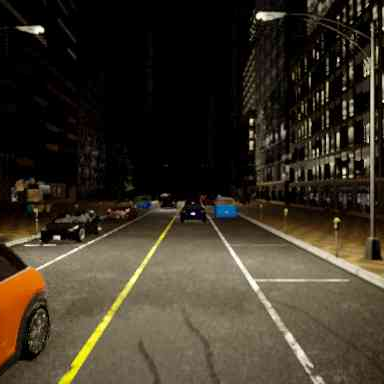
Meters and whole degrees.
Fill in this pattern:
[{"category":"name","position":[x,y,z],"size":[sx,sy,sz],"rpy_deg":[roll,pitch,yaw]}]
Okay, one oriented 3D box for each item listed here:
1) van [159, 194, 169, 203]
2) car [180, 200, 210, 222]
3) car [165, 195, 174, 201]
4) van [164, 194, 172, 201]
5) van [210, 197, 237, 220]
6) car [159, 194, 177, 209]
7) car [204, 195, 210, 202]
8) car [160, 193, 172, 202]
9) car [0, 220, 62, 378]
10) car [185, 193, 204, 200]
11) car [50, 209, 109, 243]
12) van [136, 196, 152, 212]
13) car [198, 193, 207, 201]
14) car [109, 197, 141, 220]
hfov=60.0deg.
[{"category":"van","position":[-5.704,1.292,67.159],"size":[1.690,1.788,3.998],"rpy_deg":[0,0,0]},{"category":"car","position":[0.094,1.551,26.226],"size":[1.994,1.385,4.181],"rpy_deg":[0,0,0]},{"category":"car","position":[-5.707,1.470,84.163],"size":[1.887,1.381,4.507],"rpy_deg":[0,0,0]},{"category":"van","position":[-5.707,1.276,78.495],"size":[1.690,1.788,3.998],"rpy_deg":[0,0,0]},{"category":"van","position":[2.683,1.327,27.482],"size":[1.690,1.788,3.998],"rpy_deg":[0,0,0]},{"category":"car","position":[-3.094,1.324,44.490],"size":[2.097,1.767,4.553],"rpy_deg":[0,0,0]},{"category":"car","position":[2.679,1.513,50.155],"size":[1.887,1.381,4.507],"rpy_deg":[0,0,0]},{"category":"car","position":[-5.705,1.258,72.827],"size":[2.192,1.841,5.009],"rpy_deg":[0,0,0]},{"category":"car","position":[-3.101,1.351,2.890],"size":[2.097,1.767,4.553],"rpy_deg":[0,0,0]},{"category":"car","position":[0.093,1.328,42.097],"size":[2.097,1.767,4.553],"rpy_deg":[0,0,0]},{"category":"car","position":[-5.695,1.559,16.144],"size":[1.947,1.339,4.313],"rpy_deg":[0,0,0]},{"category":"van","position":[-5.699,1.319,38.817],"size":[1.690,1.788,3.998],"rpy_deg":[0,0,0]},{"category":"car","position":[2.673,1.241,84.164],"size":[2.192,1.841,5.009],"rpy_deg":[0,0,0]},{"category":"car","position":[-5.697,1.426,27.481],"size":[1.967,1.590,4.097],"rpy_deg":[0,0,0]}]
